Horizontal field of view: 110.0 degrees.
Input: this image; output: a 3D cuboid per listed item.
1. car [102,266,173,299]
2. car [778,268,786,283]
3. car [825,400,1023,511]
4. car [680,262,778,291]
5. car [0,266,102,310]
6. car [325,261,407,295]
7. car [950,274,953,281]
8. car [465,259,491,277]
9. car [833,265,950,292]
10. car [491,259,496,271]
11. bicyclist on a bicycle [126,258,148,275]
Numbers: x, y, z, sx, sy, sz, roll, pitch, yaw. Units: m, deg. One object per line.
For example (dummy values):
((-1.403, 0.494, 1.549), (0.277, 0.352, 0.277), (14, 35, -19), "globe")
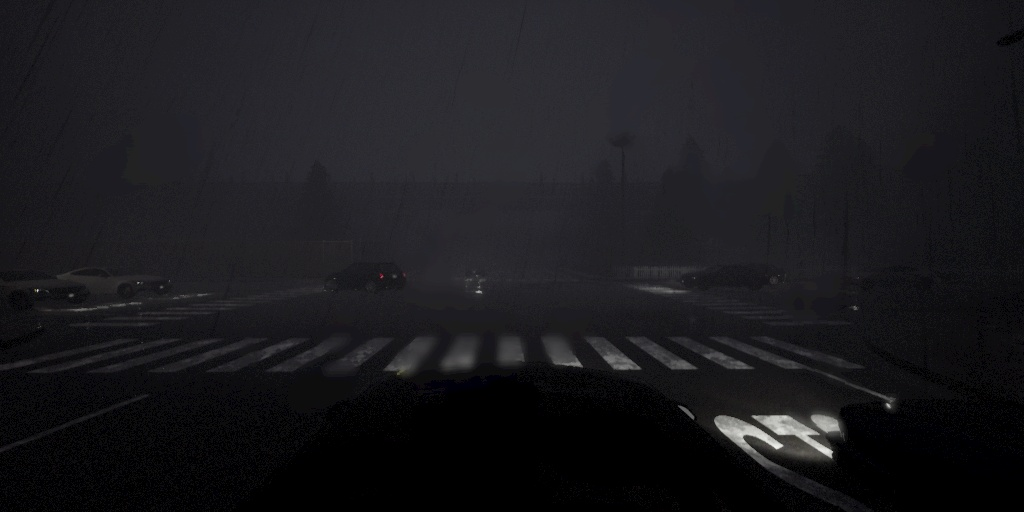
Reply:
((-19.027, 1.210, 17.087), (4.674, 1.442, 1.812), (0, 0, 0), "car")
((15.513, 1.184, 24.033), (4.892, 1.490, 1.837), (0, 0, 2), "car")
((3.585, 1.298, 0.538), (2.033, 1.411, 5.357), (0, 0, 0), "car")
((12.226, 1.207, 20.724), (4.674, 1.442, 1.812), (0, 0, 1), "car")
((-19.019, 1.212, 13.583), (4.674, 1.442, 1.812), (0, 0, 0), "car")
((-7.971, 1.080, 19.463), (4.553, 1.767, 2.097), (0, 0, 27), "car")
((25.051, 1.280, 23.382), (4.718, 1.301, 1.895), (0, 0, 10), "car")
((-3.499, 1.219, 35.530), (2.128, 1.511, 4.902), (0, 0, 0), "car")
((21.101, 1.208, 20.324), (4.674, 1.442, 1.812), (0, 0, 5), "car")
((-3.482, 1.225, 45.936), (1.837, 1.490, 4.892), (0, 0, 0), "car")
((-29.359, 0.977, 28.076), (0.582, 1.620, 1.656), (0, 0, 0), "bicyclist on a bicycle")
